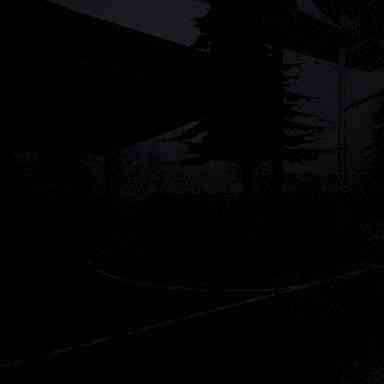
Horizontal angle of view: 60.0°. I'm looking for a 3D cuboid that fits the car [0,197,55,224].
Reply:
[{"bbox_3d":[-11.918,1.313,23.510,3.866,1.878,1.905,0,0,-36],"label":"car"}]
